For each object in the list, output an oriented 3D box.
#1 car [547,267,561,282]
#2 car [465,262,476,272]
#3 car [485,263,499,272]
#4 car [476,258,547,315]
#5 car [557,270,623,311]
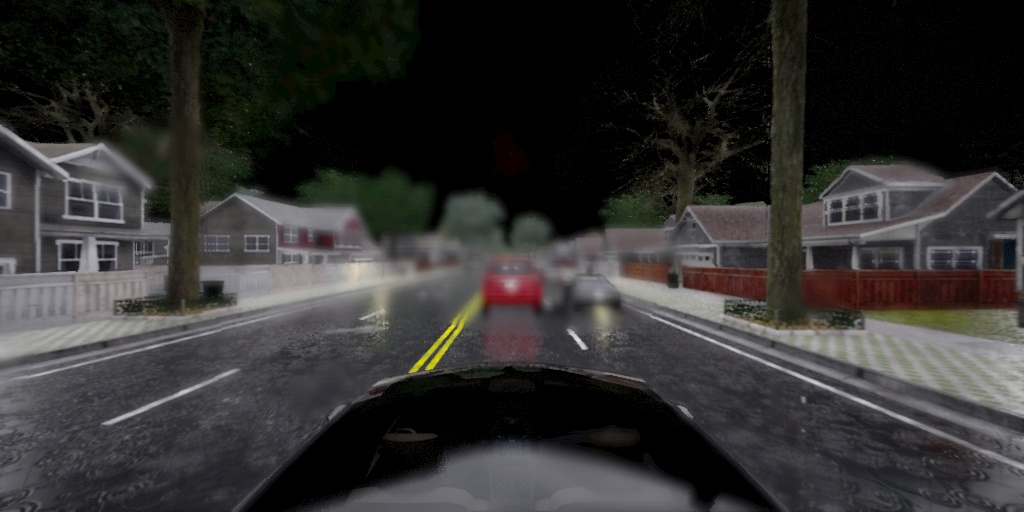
[{"bbox_3d":[3.253,1.566,29.387,2.033,1.411,5.357,0,-1,0],"label":"car"},{"bbox_3d":[-6.531,1.805,58.418,1.837,1.490,4.892,0,-1,0],"label":"car"},{"bbox_3d":[-3.281,1.862,58.413,1.994,1.385,4.181,0,-1,1],"label":"car"},{"bbox_3d":[0.007,1.098,14.458,2.150,2.045,5.566,0,0,0],"label":"car"},{"bbox_3d":[3.268,1.446,15.318,1.994,1.385,4.181,0,0,0],"label":"car"}]
